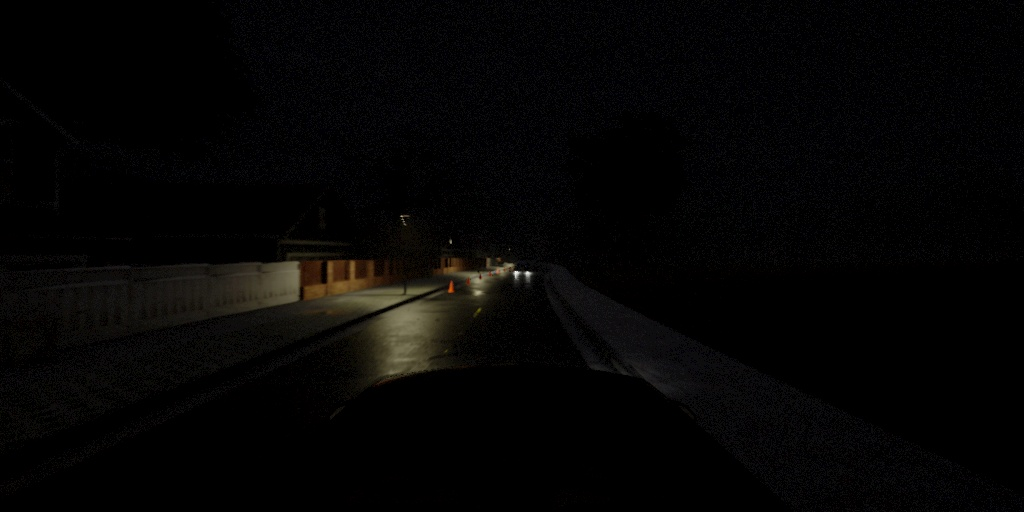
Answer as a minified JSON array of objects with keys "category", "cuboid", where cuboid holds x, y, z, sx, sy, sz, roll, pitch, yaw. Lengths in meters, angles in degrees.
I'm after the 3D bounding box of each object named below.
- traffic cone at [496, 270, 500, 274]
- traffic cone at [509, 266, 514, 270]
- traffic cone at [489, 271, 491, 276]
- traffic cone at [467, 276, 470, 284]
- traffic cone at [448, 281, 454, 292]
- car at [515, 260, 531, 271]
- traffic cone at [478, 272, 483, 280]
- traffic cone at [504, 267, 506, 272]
[{"category":"traffic cone","cuboid":[-1.569,1.676,40.025,0.340,0.580,0.340,0,0,7]},{"category":"traffic cone","cuboid":[-0.281,1.687,49.938,0.340,0.580,0.340,0,0,7]},{"category":"traffic cone","cuboid":[-2.141,1.676,35.017,0.340,0.580,0.340,0,0,6]},{"category":"traffic cone","cuboid":[-3.041,1.678,24.976,0.340,0.580,0.340,0,0,4]},{"category":"traffic cone","cuboid":[-3.368,1.680,19.946,0.340,0.580,0.340,0,0,3]},{"category":"car","cuboid":[1.449,1.266,48.075,1.812,1.442,4.674,0,0,7]},{"category":"traffic cone","cuboid":[-2.632,1.677,30.000,0.340,0.580,0.340,0,0,5]},{"category":"traffic cone","cuboid":[-0.917,1.679,45.018,0.340,0.580,0.340,0,0,8]}]
